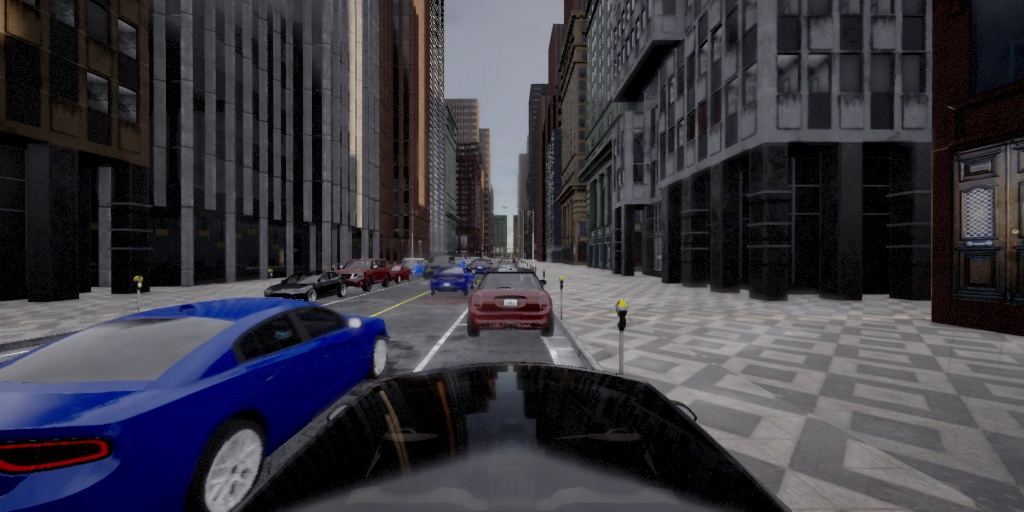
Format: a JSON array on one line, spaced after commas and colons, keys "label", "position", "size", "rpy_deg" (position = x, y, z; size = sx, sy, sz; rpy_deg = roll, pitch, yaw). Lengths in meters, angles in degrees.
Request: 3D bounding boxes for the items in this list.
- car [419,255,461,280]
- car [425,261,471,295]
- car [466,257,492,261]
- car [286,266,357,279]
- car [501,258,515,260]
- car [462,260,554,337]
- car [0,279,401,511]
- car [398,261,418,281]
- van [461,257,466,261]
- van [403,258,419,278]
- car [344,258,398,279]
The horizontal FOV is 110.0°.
[{"label": "car", "position": [-6.243, 0.970, 31.704], "size": [2.150, 2.045, 5.566], "rpy_deg": [0, 0, 0]}, {"label": "car", "position": [-3.144, 1.226, 19.781], "size": [1.882, 1.535, 5.008], "rpy_deg": [0, 0, 0]}, {"label": "car", "position": [-3.049, 1.101, 36.161], "size": [2.097, 1.767, 4.553], "rpy_deg": [0, 0, 0]}, {"label": "car", "position": [-8.908, 1.315, 15.920], "size": [1.948, 1.339, 4.313], "rpy_deg": [0, 0, 0]}, {"label": "car", "position": [-0.383, 1.188, 27.203], "size": [1.967, 1.591, 4.097], "rpy_deg": [0, 0, 0]}, {"label": "car", "position": [-0.033, 1.102, 10.470], "size": [2.097, 1.767, 4.553], "rpy_deg": [0, 0, 0]}, {"label": "car", "position": [-3.055, 1.227, 4.191], "size": [1.882, 1.535, 5.008], "rpy_deg": [0, 0, 0]}, {"label": "car", "position": [-8.908, 1.294, 27.194], "size": [1.888, 1.381, 4.507], "rpy_deg": [0, 0, 0]}, {"label": "van", "position": [-8.908, 1.089, 61.014], "size": [1.690, 1.789, 3.998], "rpy_deg": [0, 0, 0]}, {"label": "van", "position": [-8.908, 1.089, 32.830], "size": [1.690, 1.789, 3.998], "rpy_deg": [0, 0, 0]}, {"label": "car", "position": [-8.908, 1.064, 21.556], "size": [2.192, 1.841, 5.009], "rpy_deg": [0, 0, 0]}]
